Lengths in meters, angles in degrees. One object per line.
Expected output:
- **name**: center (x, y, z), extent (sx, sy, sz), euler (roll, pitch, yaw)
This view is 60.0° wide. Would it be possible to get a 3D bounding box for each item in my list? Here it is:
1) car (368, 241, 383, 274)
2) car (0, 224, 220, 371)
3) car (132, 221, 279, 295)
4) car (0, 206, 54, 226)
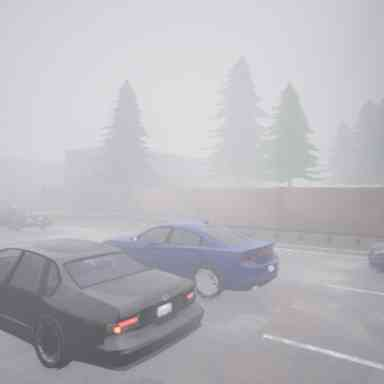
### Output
- **car**: center (6.741, 1.525, 7.766), extent (4.674, 1.442, 1.812), euler (0, 0, 35)
- **car**: center (-2.394, 1.548, 5.700), extent (5.357, 1.411, 2.033), euler (0, 0, 36)
- **car**: center (-0.326, 1.478, 8.524), extent (5.008, 1.535, 1.882), euler (0, 0, 36)
- **car**: center (-10.538, 1.550, 20.109), extent (5.357, 1.411, 2.033), euler (0, 0, 36)
